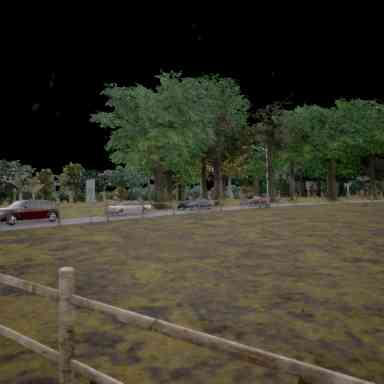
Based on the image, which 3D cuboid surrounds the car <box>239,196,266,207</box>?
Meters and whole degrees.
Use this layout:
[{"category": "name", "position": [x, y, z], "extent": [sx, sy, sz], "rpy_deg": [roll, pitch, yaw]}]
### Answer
[{"category": "car", "position": [8.778, 1.313, 48.038], "extent": [4.674, 1.442, 1.812], "rpy_deg": [-1, -1, -40]}]

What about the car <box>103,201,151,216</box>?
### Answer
[{"category": "car", "position": [-6.231, 1.555, 32.244], "extent": [1.895, 1.301, 4.718], "rpy_deg": [-2, -1, 38]}]

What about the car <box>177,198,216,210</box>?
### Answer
[{"category": "car", "position": [0.620, 1.431, 40.389], "extent": [2.033, 1.411, 5.357], "rpy_deg": [-2, -1, 43]}]

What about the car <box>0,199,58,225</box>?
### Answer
[{"category": "car", "position": [-12.140, 1.356, 24.102], "extent": [2.097, 1.767, 4.553], "rpy_deg": [-2, -1, 35]}]
